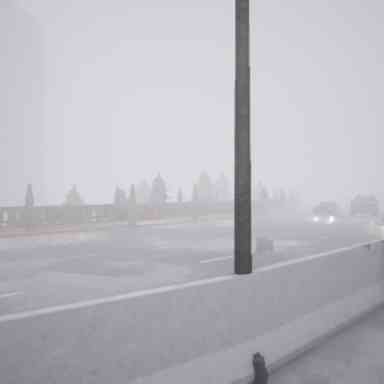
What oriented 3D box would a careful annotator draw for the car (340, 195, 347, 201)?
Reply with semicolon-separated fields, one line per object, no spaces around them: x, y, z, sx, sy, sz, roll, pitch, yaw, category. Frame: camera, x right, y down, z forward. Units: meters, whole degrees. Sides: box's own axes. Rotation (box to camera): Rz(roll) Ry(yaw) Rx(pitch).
32.818;1.361;71.156;1.882;1.535;5.008;0;0;18;car

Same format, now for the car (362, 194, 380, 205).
33.866;1.322;63.062;2.150;2.045;5.566;0;0;18;car

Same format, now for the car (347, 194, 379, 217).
17.113;1.288;32.886;2.150;2.045;5.566;0;0;32;car

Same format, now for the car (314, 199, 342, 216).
14.085;1.683;34.638;1.895;1.301;4.718;0;0;32;car

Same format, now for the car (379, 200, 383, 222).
15.961;1.267;25.121;2.150;2.045;5.566;0;0;37;car
